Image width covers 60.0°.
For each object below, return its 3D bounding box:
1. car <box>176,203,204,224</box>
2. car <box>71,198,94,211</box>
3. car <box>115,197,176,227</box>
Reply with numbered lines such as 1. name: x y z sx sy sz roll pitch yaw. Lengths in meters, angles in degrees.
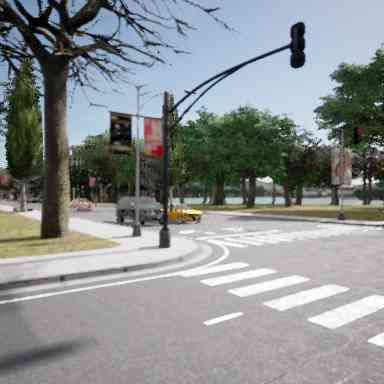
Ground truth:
1. car: -1.070 1.650 26.583 1.882 1.535 5.008 1 -1 -36
2. car: -15.226 1.670 46.133 2.097 1.767 4.553 1 -1 -36
3. car: -3.824 1.369 24.851 2.150 2.045 5.566 1 -1 -36
